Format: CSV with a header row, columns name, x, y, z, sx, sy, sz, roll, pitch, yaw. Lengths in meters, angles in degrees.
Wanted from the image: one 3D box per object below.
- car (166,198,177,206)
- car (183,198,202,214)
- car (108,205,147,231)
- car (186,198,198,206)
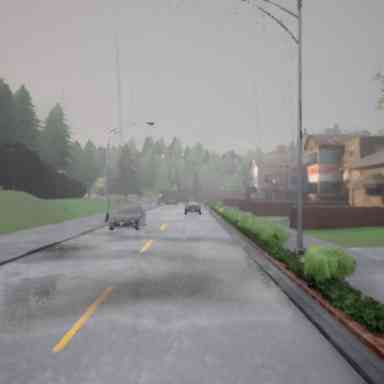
name,x,y,z,sx,sy,sz,roll,pitch,yaw
car,-4.006,1.946,64.910,1.994,1.385,4.181,0,0,0
car,0.094,1.761,38.254,1.812,1.442,4.674,0,0,0
car,-4.095,1.640,21.809,1.837,1.490,4.892,0,-1,0
car,-0.003,1.921,63.713,2.128,1.511,4.902,0,0,0
